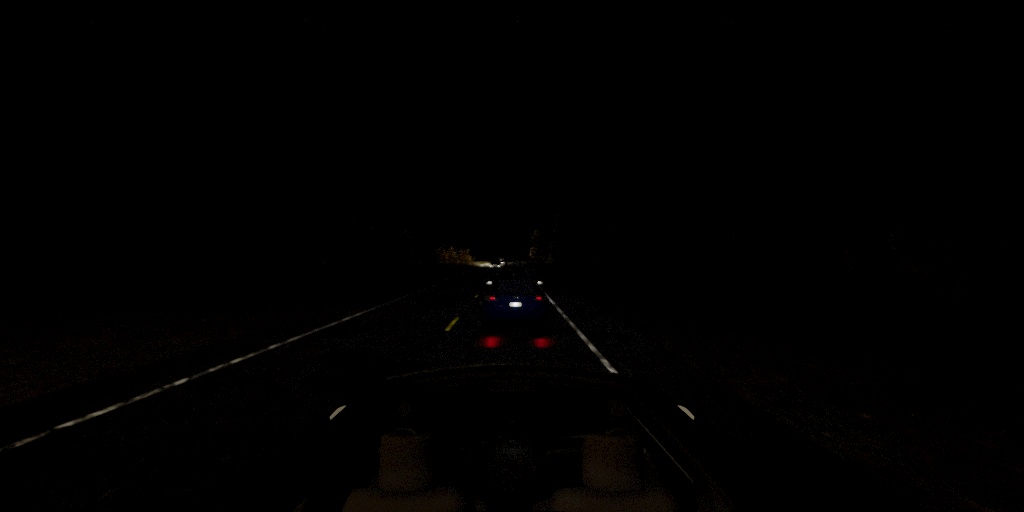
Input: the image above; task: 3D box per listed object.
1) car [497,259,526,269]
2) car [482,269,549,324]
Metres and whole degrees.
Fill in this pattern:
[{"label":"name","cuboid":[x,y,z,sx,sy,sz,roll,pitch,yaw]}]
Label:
[{"label":"car","cuboid":[0.100,1.231,29.669,2.128,1.511,4.902,0,0,0]},{"label":"car","cuboid":[0.100,1.311,11.905,1.994,1.385,4.181,0,0,0]}]
